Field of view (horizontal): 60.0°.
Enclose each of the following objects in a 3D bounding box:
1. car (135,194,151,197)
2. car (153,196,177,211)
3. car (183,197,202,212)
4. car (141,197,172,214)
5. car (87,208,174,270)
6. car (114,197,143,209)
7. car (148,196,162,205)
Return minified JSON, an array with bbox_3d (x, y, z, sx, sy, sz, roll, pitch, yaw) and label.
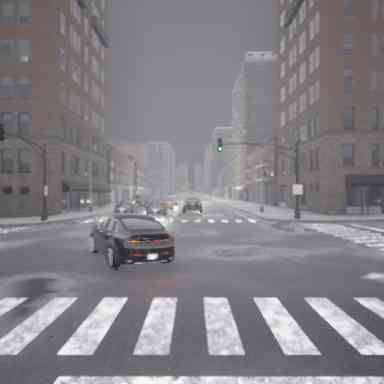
[{"bbox_3d":[-6.591,1.253,44.331,2.150,2.045,5.566,0,0,0],"label":"car"},{"bbox_3d":[-3.355,1.384,41.615,2.097,1.767,4.553,0,0,0],"label":"car"},{"bbox_3d":[0.071,1.382,38.570,2.097,1.767,4.553,0,0,0],"label":"car"},{"bbox_3d":[-3.351,1.520,32.440,2.128,1.511,4.902,0,0,-1],"label":"car"},{"bbox_3d":[-2.218,1.523,11.338,1.837,1.490,4.892,2,0,-28],"label":"car"},{"bbox_3d":[-6.622,1.520,33.832,2.128,1.511,4.902,0,0,0],"label":"car"},{"bbox_3d":[-6.534,1.543,58.999,1.837,1.490,4.892,0,0,0],"label":"car"}]
